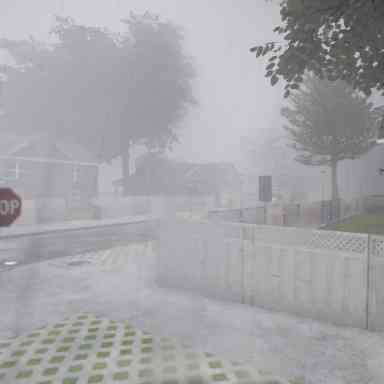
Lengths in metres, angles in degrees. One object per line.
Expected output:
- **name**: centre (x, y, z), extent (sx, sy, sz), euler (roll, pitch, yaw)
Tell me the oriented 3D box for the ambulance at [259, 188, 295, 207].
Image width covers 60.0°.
- **ambulance**: centre (9.698, 0.787, 37.884), extent (2.351, 2.431, 6.366), euler (0, 0, 35)
